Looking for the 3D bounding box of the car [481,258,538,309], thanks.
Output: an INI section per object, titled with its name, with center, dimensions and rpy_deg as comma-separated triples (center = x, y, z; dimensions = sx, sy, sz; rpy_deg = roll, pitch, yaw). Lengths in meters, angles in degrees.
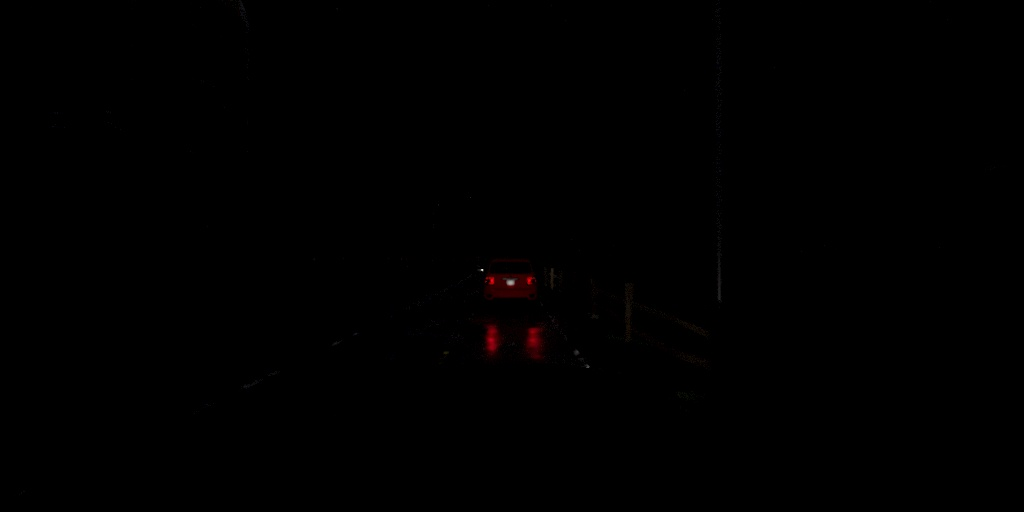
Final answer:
[car]
center = -0.084, 1.100, 15.915
dimensions = 2.150, 2.045, 5.566
rpy_deg = 0, 0, -1
